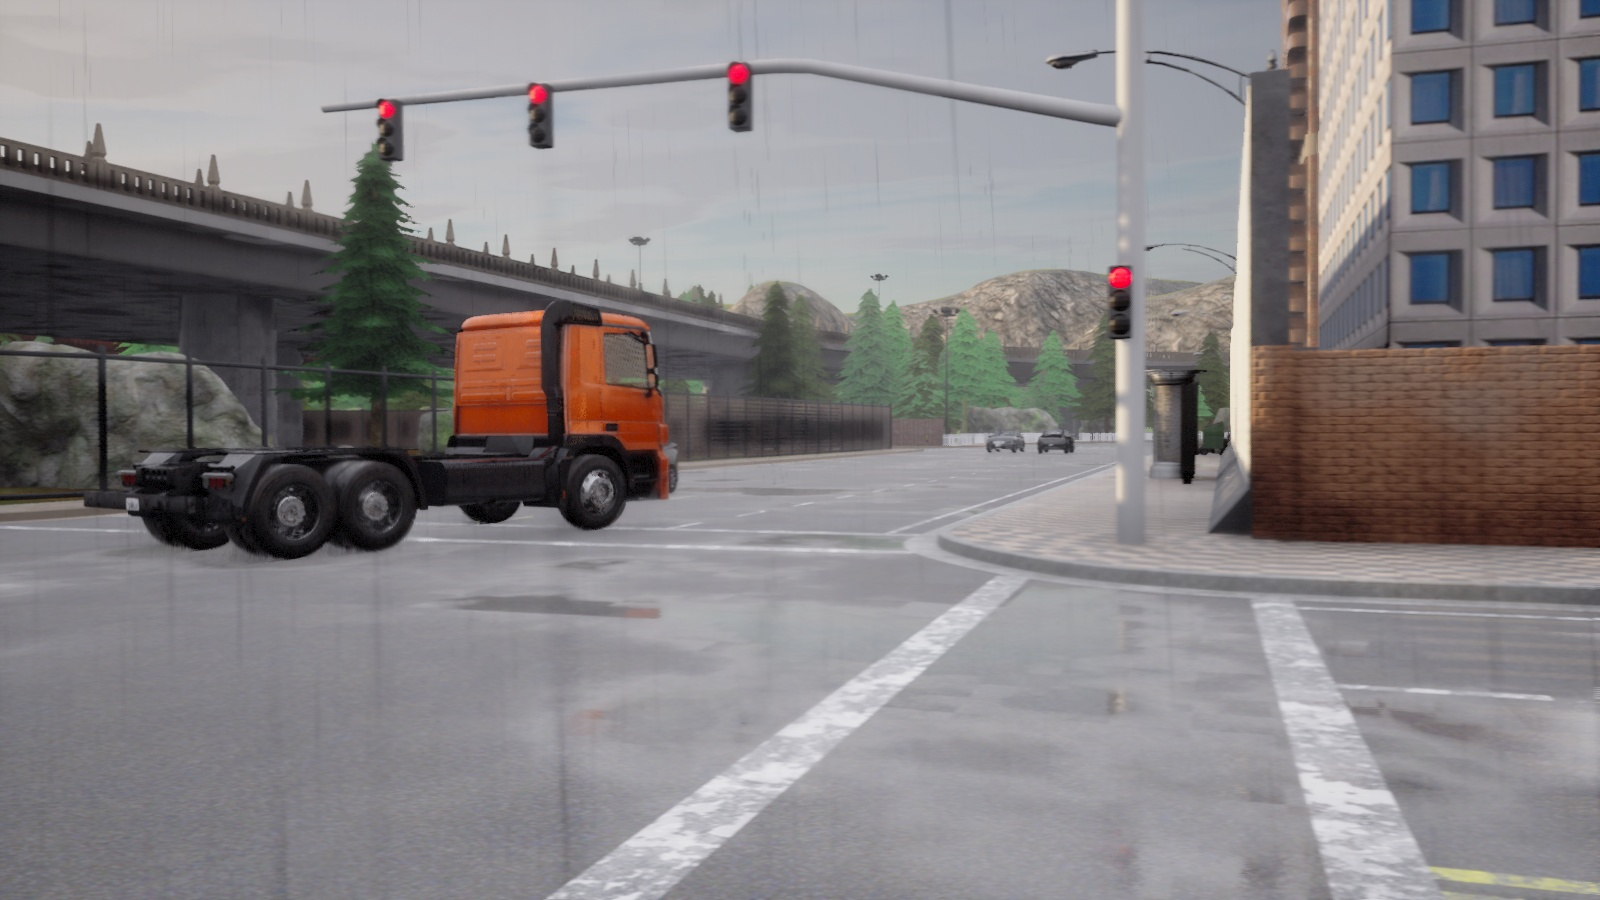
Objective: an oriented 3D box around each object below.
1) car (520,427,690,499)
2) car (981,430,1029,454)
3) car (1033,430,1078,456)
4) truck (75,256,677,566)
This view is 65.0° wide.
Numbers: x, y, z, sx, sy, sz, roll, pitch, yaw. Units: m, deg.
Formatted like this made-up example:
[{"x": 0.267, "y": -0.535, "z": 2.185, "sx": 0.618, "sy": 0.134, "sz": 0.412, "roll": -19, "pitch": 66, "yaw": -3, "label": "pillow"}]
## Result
[{"x": -4.384, "y": 0.236, "z": 28.968, "sx": 2.007, "sy": 1.525, "sz": 4.514, "roll": 1, "pitch": 1, "yaw": 19, "label": "car"}, {"x": 13.272, "y": -0.525, "z": 81.073, "sx": 2.128, "sy": 1.511, "sz": 4.902, "roll": 1, "pitch": 1, "yaw": 20, "label": "car"}, {"x": 15.844, "y": -0.462, "z": 77.726, "sx": 2.128, "sy": 1.511, "sz": 4.902, "roll": 1, "pitch": 1, "yaw": 19, "label": "car"}, {"x": -5.544, "y": -0.512, "z": 18.070, "sx": 2.891, "sy": 3.462, "sz": 7.936, "roll": 1, "pitch": 1, "yaw": 37, "label": "truck"}]
